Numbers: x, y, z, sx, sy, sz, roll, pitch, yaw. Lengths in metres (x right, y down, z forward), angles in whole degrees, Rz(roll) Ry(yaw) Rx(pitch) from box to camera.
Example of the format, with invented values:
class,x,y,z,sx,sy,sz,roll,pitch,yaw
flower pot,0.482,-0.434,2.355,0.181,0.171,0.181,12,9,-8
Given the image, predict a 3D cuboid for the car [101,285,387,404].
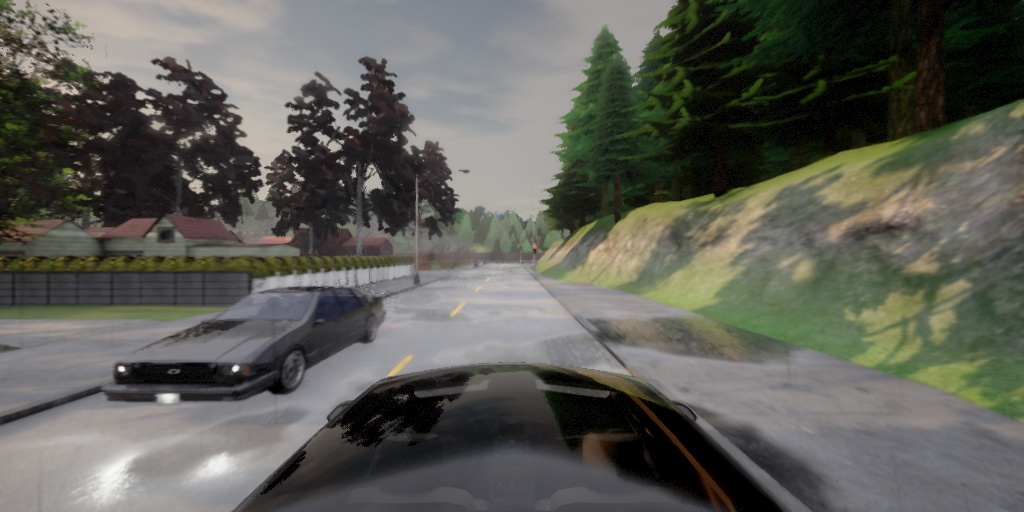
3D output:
class,x,y,z,sx,sy,sz,roll,pitch,yaw
car,-4.100,1.305,6.927,2.033,1.411,5.357,0,0,0
